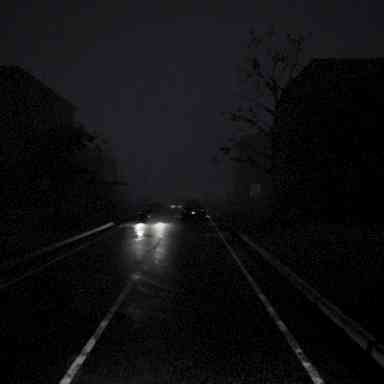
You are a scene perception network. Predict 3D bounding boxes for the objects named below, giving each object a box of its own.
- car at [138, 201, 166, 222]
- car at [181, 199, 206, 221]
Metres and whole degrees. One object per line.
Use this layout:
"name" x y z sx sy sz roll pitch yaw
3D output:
"car" -3.094 1.508 26.395 1.837 1.490 4.892 0 0 0
"car" 0.105 1.567 27.366 1.994 1.385 4.181 0 0 0
